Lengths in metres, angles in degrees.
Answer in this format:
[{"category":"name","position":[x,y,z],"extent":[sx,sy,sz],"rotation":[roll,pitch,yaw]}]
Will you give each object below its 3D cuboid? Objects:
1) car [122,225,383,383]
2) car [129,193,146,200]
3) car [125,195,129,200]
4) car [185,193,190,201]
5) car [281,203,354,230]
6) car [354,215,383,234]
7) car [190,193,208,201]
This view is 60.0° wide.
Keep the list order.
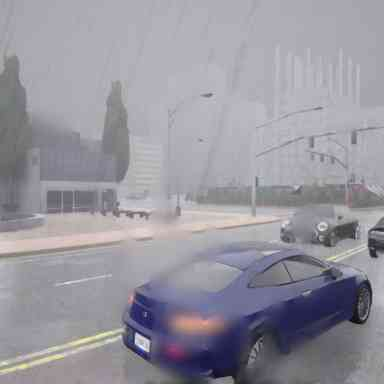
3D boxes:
[{"category":"car","position":[1.162,1.526,5.278],"extent":[4.674,1.442,1.812],"rotation":[0,0,-42]},{"category":"car","position":[-14.188,1.156,90.002],"extent":[1.905,1.878,3.866],"rotation":[0,0,44]},{"category":"car","position":[-16.241,1.153,92.043],"extent":[1.932,1.855,4.605],"rotation":[0,0,44]},{"category":"car","position":[0.013,1.156,76.458],"extent":[1.905,1.878,3.866],"rotation":[0,0,44]},{"category":"car","position":[5.839,1.351,14.996],"extent":[2.097,1.767,4.553],"rotation":[0,0,43]},{"category":"car","position":[7.753,1.492,11.797],"extent":[2.128,1.511,4.902],"rotation":[0,0,43]},{"category":"car","position":[2.097,1.395,74.448],"extent":[1.970,1.475,3.806],"rotation":[0,0,44]}]
